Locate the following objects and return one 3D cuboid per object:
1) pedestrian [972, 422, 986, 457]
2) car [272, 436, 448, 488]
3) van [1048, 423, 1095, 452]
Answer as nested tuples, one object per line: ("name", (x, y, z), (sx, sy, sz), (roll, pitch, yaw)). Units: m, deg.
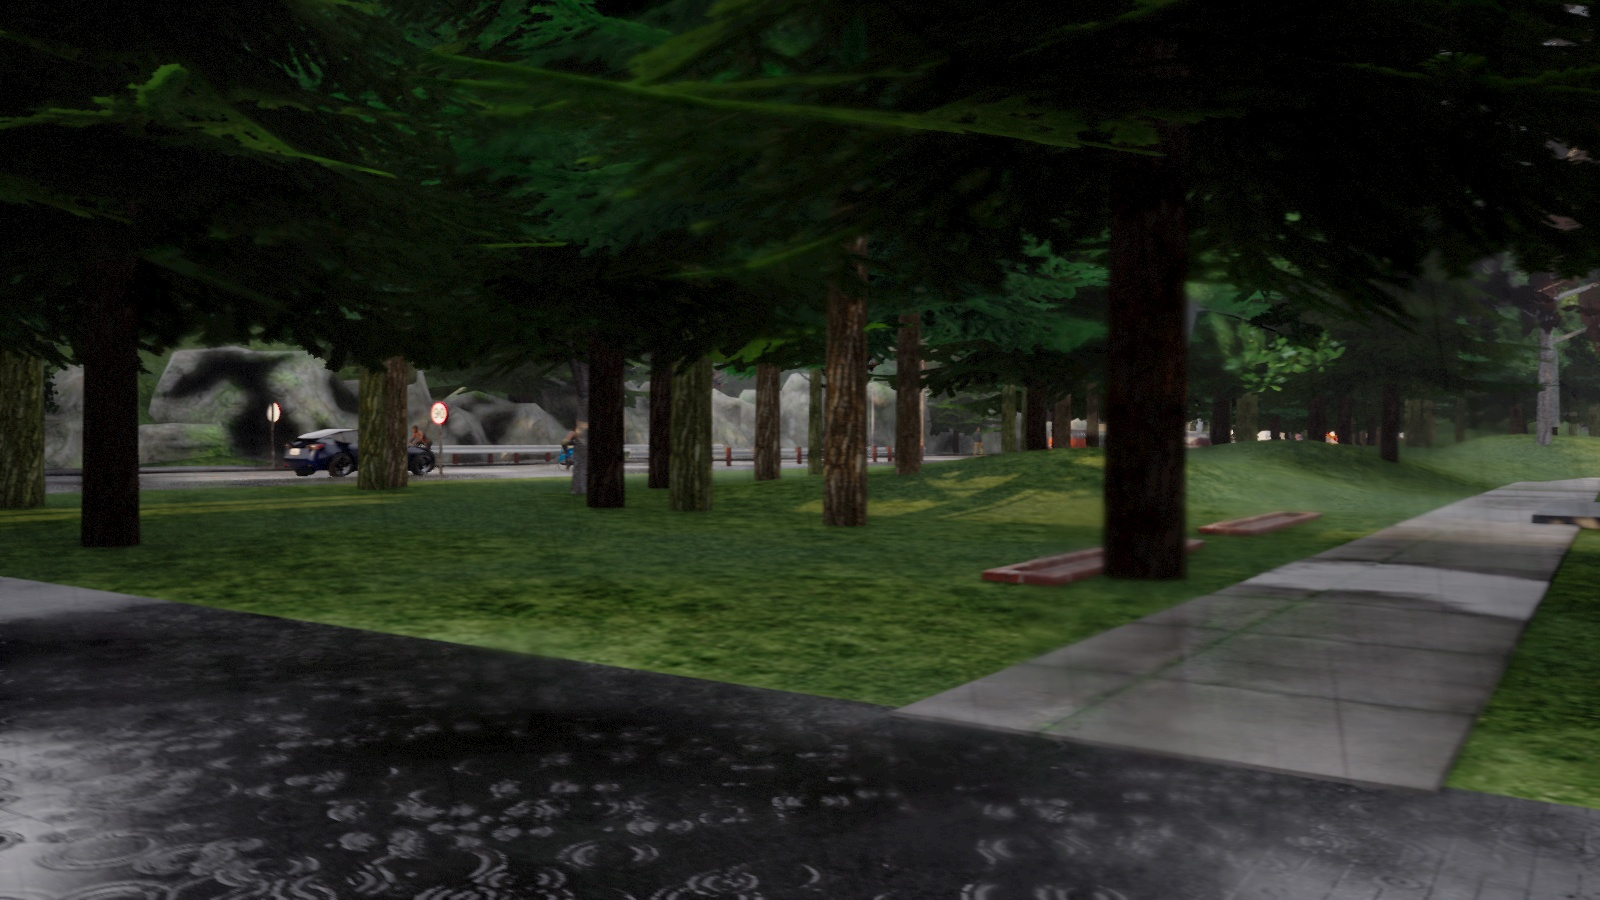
("pedestrian", (9.656, -0.570, 67.629), (0.402, 1.842, 0.726), (0, 1, 40))
("car", (-13.516, 0.323, 38.867), (2.163, 1.488, 4.792), (0, 1, 33))
("van", (19.144, -0.896, 88.426), (1.775, 1.987, 4.442), (0, 1, 33))
